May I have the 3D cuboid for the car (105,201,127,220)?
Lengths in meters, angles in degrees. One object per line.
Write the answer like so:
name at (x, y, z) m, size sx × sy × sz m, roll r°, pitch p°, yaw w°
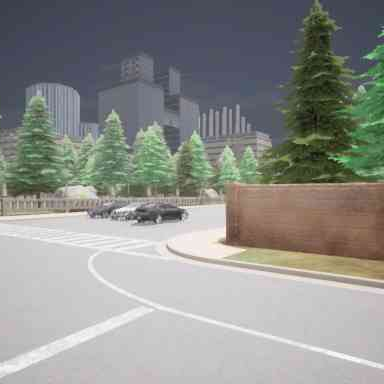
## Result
car at (-4.581, 1.531, 27.559) m, size 1.812 × 1.442 × 4.674 m, roll 0°, pitch 0°, yaw 35°

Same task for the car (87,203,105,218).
car at (-7.162, 1.533, 29.970) m, size 1.812 × 1.442 × 4.674 m, roll 0°, pitch 0°, yaw 35°

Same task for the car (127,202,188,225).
car at (-2.203, 1.509, 24.586) m, size 1.837 × 1.490 × 4.892 m, roll 0°, pitch 0°, yaw 36°
